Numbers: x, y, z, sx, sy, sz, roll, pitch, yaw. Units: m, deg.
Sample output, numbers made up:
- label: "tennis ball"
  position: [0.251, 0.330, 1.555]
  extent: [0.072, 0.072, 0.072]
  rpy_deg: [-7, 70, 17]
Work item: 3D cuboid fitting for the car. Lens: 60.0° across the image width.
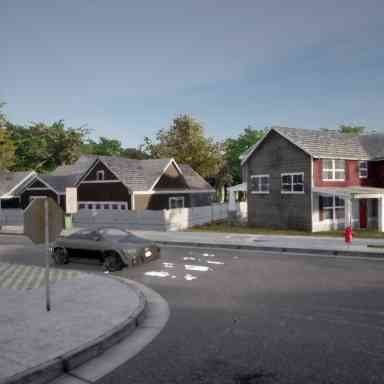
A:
- label: "car"
  position: [-3.254, 2.021, 12.518]
  extent: [4.181, 1.385, 1.994]
  rpy_deg: [-2, 0, 29]
